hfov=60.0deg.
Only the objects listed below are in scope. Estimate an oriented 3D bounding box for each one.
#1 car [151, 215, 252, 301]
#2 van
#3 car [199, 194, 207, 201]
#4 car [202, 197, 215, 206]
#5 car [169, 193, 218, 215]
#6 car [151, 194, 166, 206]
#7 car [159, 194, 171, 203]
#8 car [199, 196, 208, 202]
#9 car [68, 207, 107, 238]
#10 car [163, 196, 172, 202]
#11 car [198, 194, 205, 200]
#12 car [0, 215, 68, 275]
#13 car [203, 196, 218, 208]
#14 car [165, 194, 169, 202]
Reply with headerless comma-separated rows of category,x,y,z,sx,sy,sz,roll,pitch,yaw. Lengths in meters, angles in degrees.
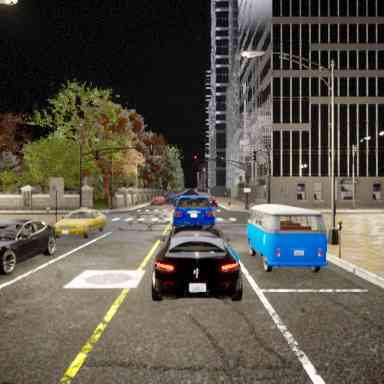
car,0.098,1.522,8.167,1.812,1.442,4.674,0,0,0
van,2.769,1.336,10.444,1.690,1.788,3.998,0,0,0
car,2.649,1.377,82.655,1.967,1.590,4.097,0,0,0
car,2.663,1.531,54.250,1.947,1.339,4.313,0,0,0
car,0.091,1.211,18.518,2.150,2.045,5.566,0,0,0
car,-5.717,1.510,54.243,1.887,1.381,4.507,0,0,0
car,-5.725,1.267,71.292,2.192,1.841,5.009,0,0,0
car,2.652,1.511,76.974,1.947,1.339,4.313,0,0,0
car,-5.827,1.515,17.672,1.752,1.417,4.829,0,0,0
car,-5.730,1.527,76.974,1.802,1.307,4.206,0,0,0
car,2.643,1.440,94.191,1.752,1.417,4.829,0,0,0
car,-5.775,1.561,10.438,1.947,1.339,4.313,0,0,0
car,2.667,1.409,48.569,1.967,1.590,4.097,0,0,0
car,-5.721,1.512,59.926,2.008,1.369,4.403,0,0,0
